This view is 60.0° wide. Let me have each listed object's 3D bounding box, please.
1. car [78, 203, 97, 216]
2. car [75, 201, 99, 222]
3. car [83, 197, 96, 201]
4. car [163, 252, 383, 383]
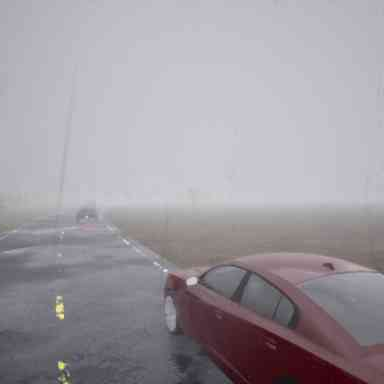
[{"bbox_3d":[-12.900,2.133,41.208,1.895,1.301,4.718,0,-1,-14],"label":"car"},{"bbox_3d":[-9.787,1.909,30.989,1.837,1.490,4.892,0,-1,-17],"label":"car"},{"bbox_3d":[-23.026,2.156,74.795,2.150,2.045,5.566,0,-1,-8],"label":"car"},{"bbox_3d":[1.119,1.521,4.274,1.882,1.535,5.008,0,-1,-23],"label":"car"}]
